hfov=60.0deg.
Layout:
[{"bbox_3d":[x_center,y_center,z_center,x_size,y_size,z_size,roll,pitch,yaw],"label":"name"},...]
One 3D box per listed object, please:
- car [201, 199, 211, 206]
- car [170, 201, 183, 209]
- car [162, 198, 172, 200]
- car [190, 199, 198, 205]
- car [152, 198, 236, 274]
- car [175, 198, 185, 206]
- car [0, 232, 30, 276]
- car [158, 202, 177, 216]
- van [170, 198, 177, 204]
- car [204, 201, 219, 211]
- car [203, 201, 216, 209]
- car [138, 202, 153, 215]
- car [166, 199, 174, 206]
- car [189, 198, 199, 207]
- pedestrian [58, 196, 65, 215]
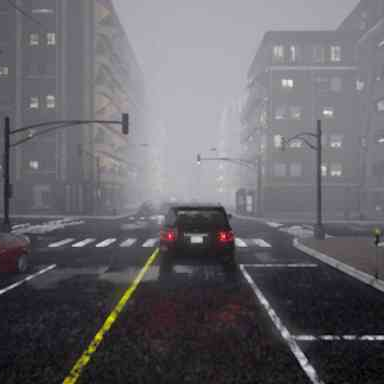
[{"bbox_3d":[3.099,2.326,74.556,1.967,1.590,4.097,0,-1,0],"label":"car"},{"bbox_3d":[-2.740,2.308,59.673,1.895,1.301,4.718,0,-1,1],"label":"car"},{"bbox_3d":[-5.314,2.132,68.972,2.192,1.841,5.009,0,-1,0],"label":"car"},{"bbox_3d":[0.451,2.440,81.075,1.882,1.535,5.008,0,-1,0],"label":"car"},{"bbox_3d":[0.225,1.356,11.278,2.150,2.045,5.566,0,-1,2],"label":"car"},{"bbox_3d":[-2.599,2.140,72.326,2.097,1.767,4.553,0,-1,0],"label":"car"},{"bbox_3d":[-5.653,1.681,8.370,1.802,1.307,4.206,0,-1,0],"label":"car"},{"bbox_3d":[-2.883,1.997,39.813,1.812,1.442,4.674,0,-1,0],"label":"car"},{"bbox_3d":[-5.186,2.425,91.525,1.690,1.788,3.998,0,-1,0],"label":"van"},{"bbox_3d":[2.972,2.168,52.002,2.008,1.369,4.403,0,-1,0],"label":"car"},{"bbox_3d":[3.004,2.229,57.640,1.887,1.381,4.507,0,-1,0],"label":"car"},{"bbox_3d":[-5.471,1.922,40.780,1.967,1.590,4.097,0,-1,0],"label":"car"},{"bbox_3d":[-5.250,2.474,80.076,1.752,1.417,4.829,0,-1,0],"label":"car"},{"bbox_3d":[0.411,2.201,71.300,2.097,1.767,4.553,0,-1,0],"label":"car"},{"bbox_3d":[-12.541,1.278,31.819,0.375,1.860,0.375,0,-1,0],"label":"pedestrian"}]
